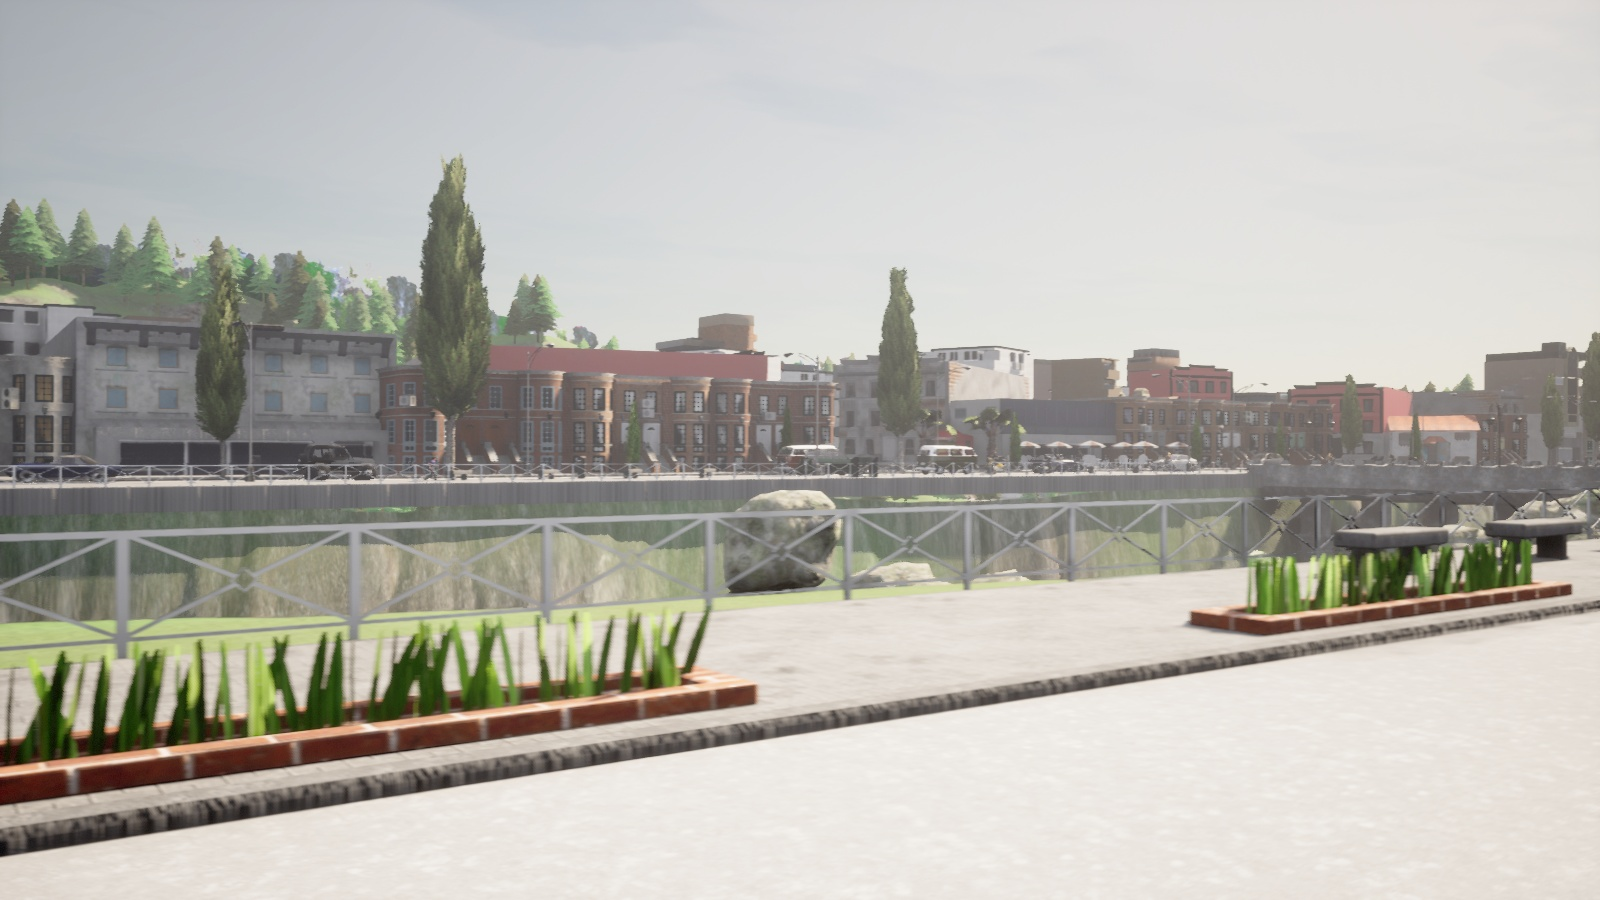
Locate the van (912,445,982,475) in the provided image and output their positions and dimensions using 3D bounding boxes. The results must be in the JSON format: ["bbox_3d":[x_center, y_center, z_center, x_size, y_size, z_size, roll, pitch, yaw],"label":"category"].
[{"bbox_3d":[10.107,0.659,86.432,4.480,2.038,2.069,0,0,-34],"label":"van"}]

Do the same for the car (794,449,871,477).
[{"bbox_3d":[2.110,0.796,80.846,4.553,1.767,2.097,0,0,-34],"label":"car"}]

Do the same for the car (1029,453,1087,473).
[{"bbox_3d":[19.051,0.944,92.632,4.193,1.474,1.816,0,0,-34],"label":"car"}]

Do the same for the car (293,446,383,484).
[{"bbox_3d":[-23.235,0.744,63.204,3.866,1.878,1.905,0,0,-35],"label":"car"}]

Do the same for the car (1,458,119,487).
[{"bbox_3d":[-35.193,1.066,59.751,4.718,1.301,1.895,0,0,-35],"label":"car"}]

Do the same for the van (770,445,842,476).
[{"bbox_3d":[0.393,0.673,84.511,4.480,2.038,2.069,0,0,-35],"label":"van"}]
